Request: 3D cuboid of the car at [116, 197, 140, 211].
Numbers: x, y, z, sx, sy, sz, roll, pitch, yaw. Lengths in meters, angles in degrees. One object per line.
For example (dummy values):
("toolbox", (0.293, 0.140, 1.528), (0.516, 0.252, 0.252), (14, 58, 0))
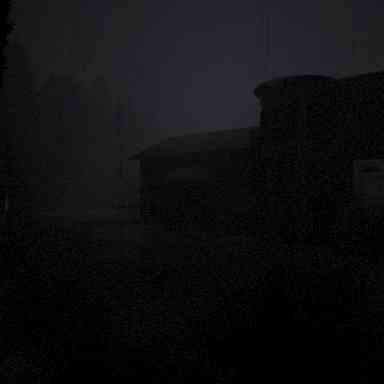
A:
("car", (-6.882, 1.351, 40.103), (2.097, 1.767, 4.553), (0, 0, 36))
